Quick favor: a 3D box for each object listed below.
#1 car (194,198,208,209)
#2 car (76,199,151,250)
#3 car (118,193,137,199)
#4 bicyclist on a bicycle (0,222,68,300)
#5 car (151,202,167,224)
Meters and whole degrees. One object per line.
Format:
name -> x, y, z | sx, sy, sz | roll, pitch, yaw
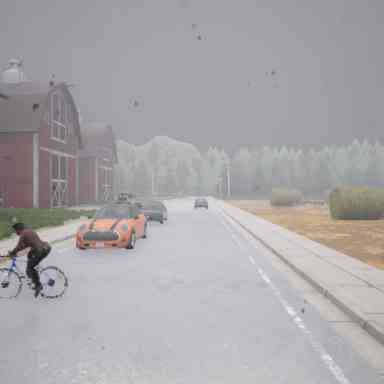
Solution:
car -> 1.211, 1.540, 44.495 | 2.033, 1.411, 5.357 | 0, 0, 0
car -> -3.276, 1.352, 14.355 | 2.097, 1.767, 4.553 | 0, 0, 2
car -> -6.789, 1.144, 36.468 | 1.905, 1.878, 3.866 | 8, -3, -41
bicyclist on a bicycle -> -3.424, 1.455, 6.944 | 1.656, 1.620, 0.582 | -2, 0, 1
car -> -2.916, 1.505, 24.937 | 1.837, 1.490, 4.892 | 0, 0, 1
